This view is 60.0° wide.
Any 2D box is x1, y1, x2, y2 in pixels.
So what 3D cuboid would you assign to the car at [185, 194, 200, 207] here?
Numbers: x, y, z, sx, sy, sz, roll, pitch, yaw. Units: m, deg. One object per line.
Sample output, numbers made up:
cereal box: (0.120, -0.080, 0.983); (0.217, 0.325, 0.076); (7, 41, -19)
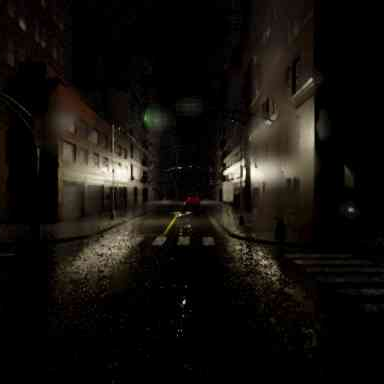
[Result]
car: (0.123, 1.313, 53.572); (2.150, 2.045, 5.566); (0, 0, 0)
